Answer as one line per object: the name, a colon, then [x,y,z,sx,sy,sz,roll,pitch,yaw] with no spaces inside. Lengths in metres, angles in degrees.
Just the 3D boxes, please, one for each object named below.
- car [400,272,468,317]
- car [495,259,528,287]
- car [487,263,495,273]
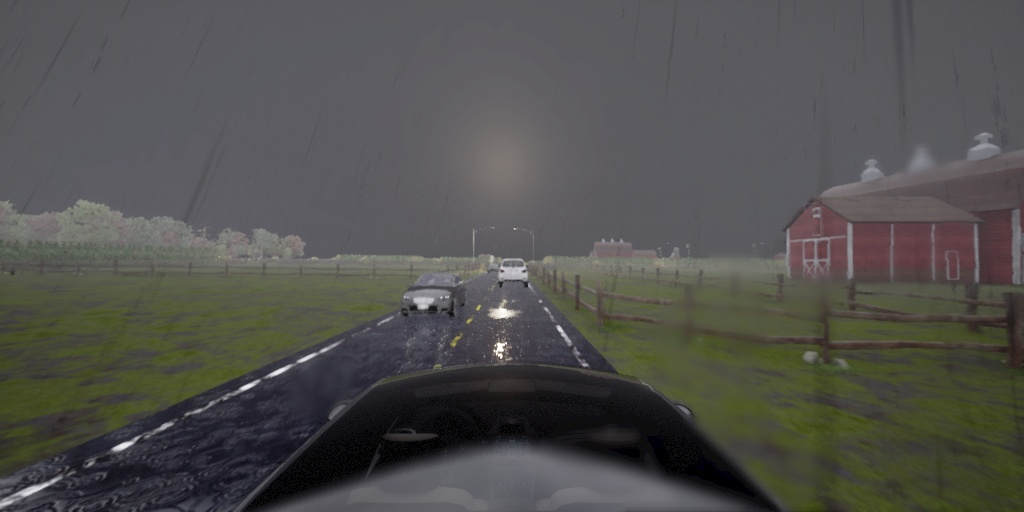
car: [-2.855,1.380,13.960,2.128,1.511,4.902,0,-1,0]
car: [0.088,1.266,27.908,2.150,2.045,5.566,0,-1,0]
car: [-2.838,1.873,56.123,1.837,1.490,4.892,0,-1,0]
